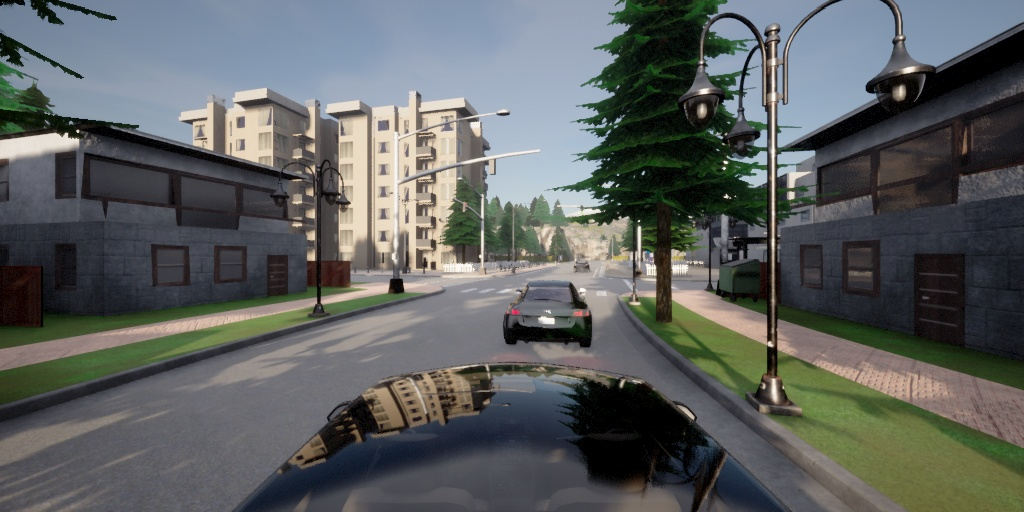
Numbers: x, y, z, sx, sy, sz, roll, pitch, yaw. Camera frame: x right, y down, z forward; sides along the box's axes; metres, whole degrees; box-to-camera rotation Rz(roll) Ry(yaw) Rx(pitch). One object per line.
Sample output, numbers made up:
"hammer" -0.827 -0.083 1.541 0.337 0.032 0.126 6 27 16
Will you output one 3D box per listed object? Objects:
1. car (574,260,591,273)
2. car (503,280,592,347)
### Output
"car" 8.793 1.276 44.941 2.128 1.511 4.902 0 0 14
"car" 1.007 1.314 9.410 1.994 1.385 4.181 0 0 8
